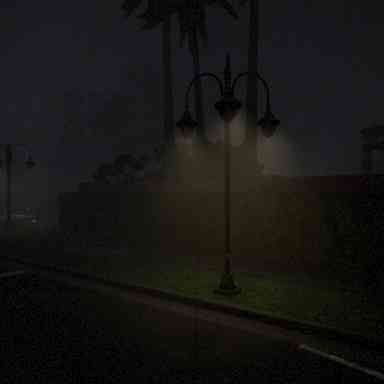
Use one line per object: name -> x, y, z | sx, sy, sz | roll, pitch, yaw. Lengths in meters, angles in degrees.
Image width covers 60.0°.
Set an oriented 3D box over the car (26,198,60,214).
car -> -13.671, 1.337, 32.557 | 1.837, 1.490, 4.892 | 0, 0, 36
